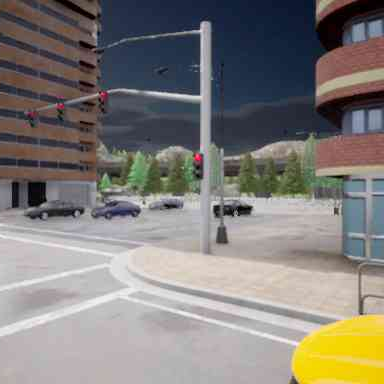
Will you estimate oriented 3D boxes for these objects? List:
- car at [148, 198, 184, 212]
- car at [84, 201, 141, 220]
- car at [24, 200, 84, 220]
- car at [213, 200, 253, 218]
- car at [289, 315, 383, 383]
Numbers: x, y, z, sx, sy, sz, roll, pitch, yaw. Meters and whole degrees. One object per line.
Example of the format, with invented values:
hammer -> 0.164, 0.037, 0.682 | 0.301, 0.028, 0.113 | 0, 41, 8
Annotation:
car -> -2.966, 1.431, 38.428 | 2.128, 1.511, 4.902 | 0, 0, 36
car -> -6.300, 1.472, 27.957 | 1.812, 1.442, 4.674 | 0, 0, 36
car -> -11.160, 1.442, 27.222 | 1.837, 1.490, 4.892 | 0, 0, 36
car -> 3.743, 1.442, 29.621 | 1.882, 1.535, 5.008 | 0, 0, 36
car -> 3.056, 1.482, 1.777 | 5.008, 1.535, 1.882 | 0, 0, 36
